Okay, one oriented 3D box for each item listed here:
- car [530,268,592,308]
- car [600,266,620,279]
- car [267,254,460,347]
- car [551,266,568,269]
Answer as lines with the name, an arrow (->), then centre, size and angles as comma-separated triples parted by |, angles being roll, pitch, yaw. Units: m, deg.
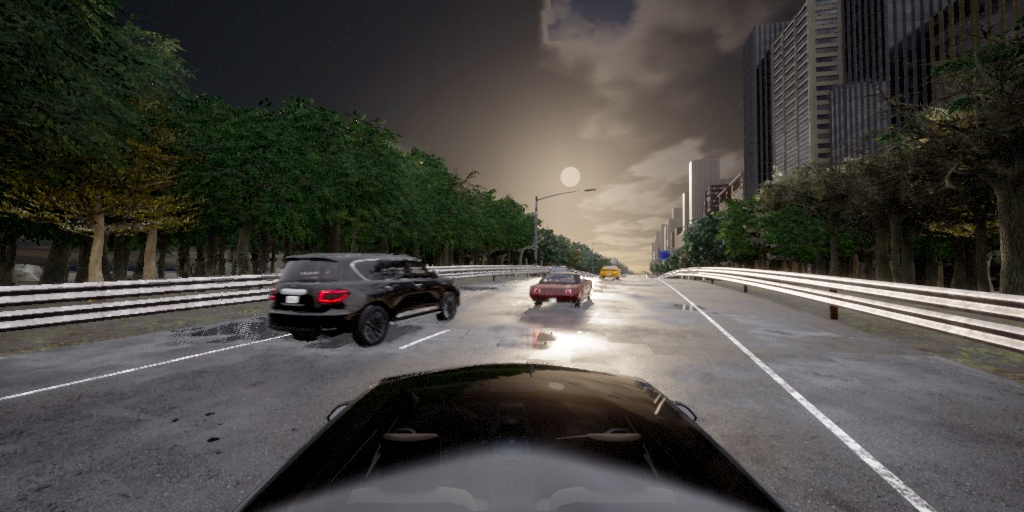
car -> 2.293, 1.371, 15.526 | 1.895, 1.301, 4.718 | 0, 0, 19
car -> 11.198, 1.835, 40.729 | 1.882, 1.535, 5.008 | 0, -2, 19
car -> -3.483, 0.973, 9.684 | 2.150, 2.045, 5.566 | 0, 0, 19
car -> 4.350, 1.575, 31.851 | 1.994, 1.385, 4.181 | 0, -1, 19
